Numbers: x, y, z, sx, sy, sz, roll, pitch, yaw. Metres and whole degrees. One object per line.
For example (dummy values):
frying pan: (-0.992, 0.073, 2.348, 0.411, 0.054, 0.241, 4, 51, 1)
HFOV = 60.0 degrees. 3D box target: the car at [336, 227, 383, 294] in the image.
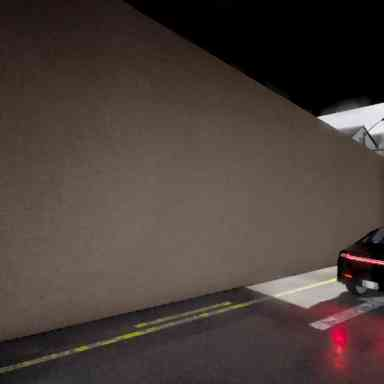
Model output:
car: (5.248, 1.491, 7.517, 4.902, 1.511, 2.128, 0, 0, -35)
